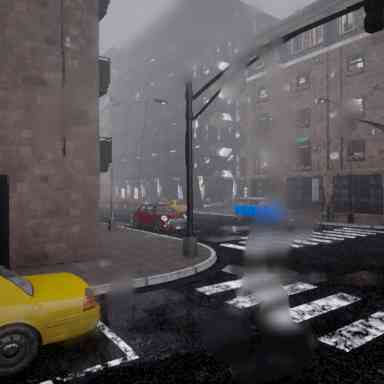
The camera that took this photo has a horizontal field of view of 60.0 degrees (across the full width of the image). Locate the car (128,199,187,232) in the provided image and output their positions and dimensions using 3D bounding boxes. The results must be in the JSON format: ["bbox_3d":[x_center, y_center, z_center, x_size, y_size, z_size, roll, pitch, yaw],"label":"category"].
[{"bbox_3d":[-1.917,1.441,19.979,1.967,1.590,4.097,0,0,-36],"label":"car"}]

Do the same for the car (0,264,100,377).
[{"bbox_3d":[-3.624,1.526,3.980,4.829,1.417,1.752,0,0,-36],"label":"car"}]

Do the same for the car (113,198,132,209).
[{"bbox_3d":[-8.429,1.463,43.213,1.887,1.381,4.507,-1,0,-36],"label":"car"}]

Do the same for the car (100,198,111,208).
[{"bbox_3d":[-11.755,1.463,47.795,1.887,1.381,4.507,-1,0,-36],"label":"car"}]

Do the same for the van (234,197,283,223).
[{"bbox_3d":[4.875,1.280,24.887,1.690,1.788,3.998,0,0,-36],"label":"van"}]
